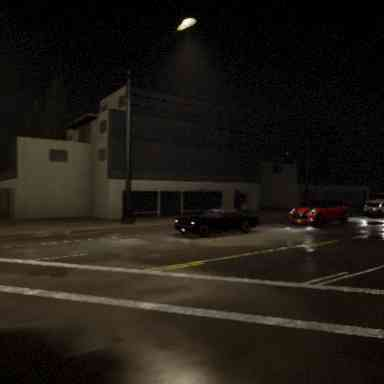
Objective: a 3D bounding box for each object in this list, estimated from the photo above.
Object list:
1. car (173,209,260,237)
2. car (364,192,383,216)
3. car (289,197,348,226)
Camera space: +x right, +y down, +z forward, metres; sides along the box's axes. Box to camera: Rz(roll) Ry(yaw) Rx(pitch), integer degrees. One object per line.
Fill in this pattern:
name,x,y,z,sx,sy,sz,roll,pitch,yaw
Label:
car,1.362,1.583,17.908,4.718,1.301,1.895,0,0,-36
car,17.472,1.000,29.386,5.566,2.045,2.150,-2,1,-36
car,8.895,1.299,23.300,4.553,1.767,2.097,-1,1,-36
